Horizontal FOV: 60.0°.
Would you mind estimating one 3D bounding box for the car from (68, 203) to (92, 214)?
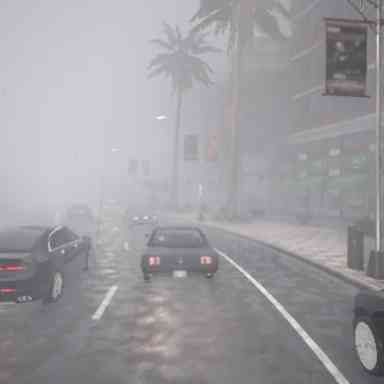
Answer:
[{"bbox_3d":[-9.970,1.646,29.518,1.994,1.385,4.181,1,0,-21],"label":"car"}]

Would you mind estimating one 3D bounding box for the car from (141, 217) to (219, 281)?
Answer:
[{"bbox_3d":[-0.484,1.652,10.027,1.895,1.301,4.718,0,0,-5],"label":"car"}]

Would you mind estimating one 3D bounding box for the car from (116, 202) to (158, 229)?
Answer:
[{"bbox_3d":[-3.656,1.641,22.733,2.033,1.411,5.357,1,0,-19],"label":"car"}]

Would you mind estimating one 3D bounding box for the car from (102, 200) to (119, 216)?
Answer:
[{"bbox_3d":[-8.156,1.578,34.238,1.801,1.575,5.366,1,0,-22],"label":"car"}]

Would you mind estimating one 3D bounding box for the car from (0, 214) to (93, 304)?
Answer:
[{"bbox_3d":[-3.752,1.520,8.108,1.837,1.490,4.892,1,0,-4],"label":"car"}]

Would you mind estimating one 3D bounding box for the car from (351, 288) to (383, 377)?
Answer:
[{"bbox_3d":[3.072,1.515,2.580,1.882,1.535,5.008,0,0,1],"label":"car"}]
